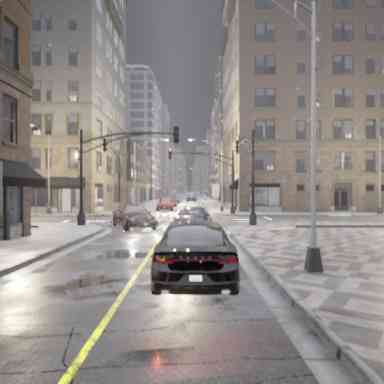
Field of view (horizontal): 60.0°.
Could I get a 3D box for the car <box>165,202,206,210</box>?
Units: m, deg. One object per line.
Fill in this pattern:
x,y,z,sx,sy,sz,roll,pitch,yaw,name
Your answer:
0.084,1.532,18.536,2.033,1.411,5.357,0,0,6,car

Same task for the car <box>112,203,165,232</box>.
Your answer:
-3.585,1.508,20.402,1.812,1.442,4.674,1,-1,-27,car

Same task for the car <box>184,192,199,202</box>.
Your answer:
-0.100,1.295,70.393,2.097,1.767,4.553,0,0,0,car

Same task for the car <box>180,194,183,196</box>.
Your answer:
-3.137,1.451,61.118,1.837,1.490,4.892,0,1,0,car

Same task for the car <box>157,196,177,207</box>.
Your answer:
-3.148,1.443,39.905,1.882,1.535,5.008,0,0,-1,car

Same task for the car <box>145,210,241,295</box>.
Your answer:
0.064,1.470,8.726,1.882,1.535,5.008,0,0,0,car

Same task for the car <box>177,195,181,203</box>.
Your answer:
-3.129,1.505,49.637,2.033,1.411,5.357,0,0,0,car

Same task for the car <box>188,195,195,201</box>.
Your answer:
-0.114,1.386,80.446,1.837,1.490,4.892,0,0,0,car
